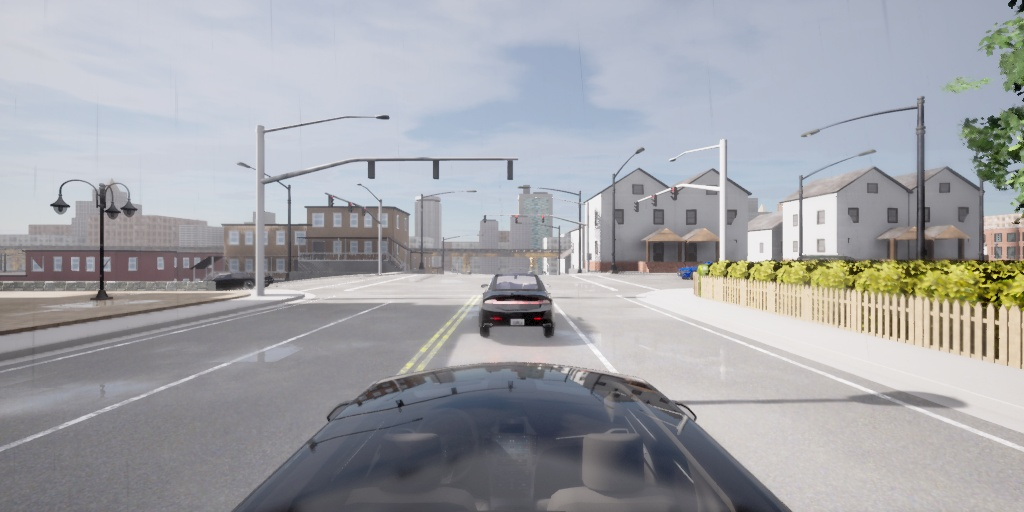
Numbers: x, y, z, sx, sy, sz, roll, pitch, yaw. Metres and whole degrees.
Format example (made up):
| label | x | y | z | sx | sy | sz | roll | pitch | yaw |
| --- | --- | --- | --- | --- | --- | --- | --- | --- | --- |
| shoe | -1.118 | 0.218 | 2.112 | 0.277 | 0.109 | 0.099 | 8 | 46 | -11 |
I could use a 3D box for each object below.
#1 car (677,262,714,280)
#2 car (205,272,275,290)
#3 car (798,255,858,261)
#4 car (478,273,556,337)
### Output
| label | x | y | z | sx | sy | sz | roll | pitch | yaw |
| --- | --- | --- | --- | --- | --- | --- | --- | --- | --- |
| car | 16.655 | 1.228 | 30.356 | 5.008 | 1.535 | 1.882 | 0 | 0 | -1 |
| car | -20.153 | 1.858 | 26.187 | 4.718 | 1.301 | 1.895 | -4 | 0 | -1 |
| car | 24.213 | 0.971 | 26.750 | 5.566 | 2.045 | 2.150 | 0 | 0 | -1 |
| car | 0.114 | 1.242 | 10.311 | 2.128 | 1.511 | 4.902 | 0 | 0 | 0 |
